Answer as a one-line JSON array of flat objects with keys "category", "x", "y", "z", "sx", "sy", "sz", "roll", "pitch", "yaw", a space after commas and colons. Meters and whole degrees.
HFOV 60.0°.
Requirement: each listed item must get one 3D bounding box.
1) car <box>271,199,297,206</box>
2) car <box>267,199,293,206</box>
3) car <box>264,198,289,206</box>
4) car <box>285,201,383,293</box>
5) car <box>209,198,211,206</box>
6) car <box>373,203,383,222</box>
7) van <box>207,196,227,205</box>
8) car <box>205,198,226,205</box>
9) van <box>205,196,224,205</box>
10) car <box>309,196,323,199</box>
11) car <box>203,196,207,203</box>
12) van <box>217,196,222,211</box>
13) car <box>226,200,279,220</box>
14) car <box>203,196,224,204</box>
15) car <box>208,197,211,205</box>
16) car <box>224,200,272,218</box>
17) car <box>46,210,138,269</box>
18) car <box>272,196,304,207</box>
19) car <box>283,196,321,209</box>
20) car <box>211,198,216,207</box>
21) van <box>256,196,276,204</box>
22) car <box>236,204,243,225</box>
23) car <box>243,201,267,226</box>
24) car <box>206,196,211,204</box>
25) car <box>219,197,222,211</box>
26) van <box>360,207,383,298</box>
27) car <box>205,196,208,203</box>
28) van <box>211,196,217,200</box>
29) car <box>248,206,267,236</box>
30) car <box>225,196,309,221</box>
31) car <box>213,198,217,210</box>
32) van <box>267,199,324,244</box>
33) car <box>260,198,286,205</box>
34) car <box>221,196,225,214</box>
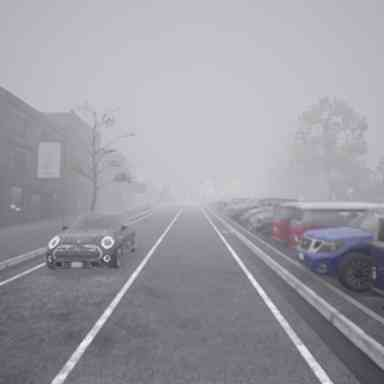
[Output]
[{"category": "car", "x": 18.714, "y": 2.149, "z": 67.878, "sx": 4.792, "sy": 1.488, "sz": 2.163, "roll": 0, "pitch": -1, "yaw": 0}, {"category": "car", "x": 18.652, "y": 2.181, "z": 70.663, "sx": 4.792, "sy": 1.488, "sz": 2.163, "roll": 0, "pitch": -1, "yaw": 0}, {"category": "car", "x": 18.672, "y": 2.184, "z": 73.448, "sx": 5.008, "sy": 1.535, "sz": 2.097, "roll": 0, "pitch": -1, "yaw": 0}, {"category": "car", "x": 5.665, "y": 1.355, "z": 8.845, "sx": 5.566, "sy": 2.045, "sz": 2.435, "roll": 0, "pitch": 0, "yaw": 0}, {"category": "car", "x": 5.656, "y": 2.012, "z": 53.695, "sx": 4.792, "sy": 1.488, "sz": 2.163, "roll": 0, "pitch": 0, "yaw": 0}, {"category": "car", "x": 18.749, "y": 1.776, "z": 28.857, "sx": 4.892, "sy": 1.521, "sz": 2.231, "roll": 0, "pitch": 0, "yaw": 0}, {"category": "van", "x": 5.710, "y": 1.989, "z": 76.120, "sx": 4.442, "sy": 1.987, "sz": 1.878, "roll": 0, "pitch": -1, "yaw": 0}, {"category": "car", "x": 5.585, "y": 2.249, "z": 78.919, "sx": 4.892, "sy": 1.521, "sz": 2.231, "roll": 0, "pitch": -1, "yaw": 0}, {"category": "van", "x": 5.472, "y": 2.054, "z": 81.726, "sx": 4.442, "sy": 1.987, "sz": 1.878, "roll": 0, "pitch": -1, "yaw": 0}, {"category": "car", "x": 18.677, "y": 1.735, "z": 54.082, "sx": 5.566, "sy": 2.045, "sz": 2.435, "roll": 0, "pitch": 0, "yaw": 0}, {"category": "car", "x": 5.630, "y": 1.899, "z": 70.513, "sx": 5.566, "sy": 2.045, "sz": 2.435, "roll": 0, "pitch": -1, "yaw": 0}, {"category": "van", "x": 5.531, "y": 1.639, "z": 39.681, "sx": 4.442, "sy": 1.987, "sz": 1.878, "roll": 0, "pitch": 0, "yaw": 0}, {"category": "car", "x": 5.629, "y": 1.669, "z": 31.270, "sx": 4.553, "sy": 1.767, "sz": 2.185, "roll": 0, "pitch": 0, "yaw": 0}, {"category": "car", "x": 5.613, "y": 2.097, "z": 87.331, "sx": 5.566, "sy": 2.045, "sz": 2.435, "roll": 0, "pitch": -1, "yaw": 0}, {"category": "car", "x": 5.808, "y": 2.003, "z": 56.498, "sx": 5.366, "sy": 1.575, "sz": 1.946, "roll": 0, "pitch": 0, "yaw": 0}, {"category": "car", "x": 5.624, "y": 1.693, "z": 34.074, "sx": 4.553, "sy": 1.767, "sz": 2.185, "roll": 0, "pitch": 0, "yaw": 0}, {"category": "car", "x": -3.251, "y": 1.487, "z": 11.614, "sx": 2.097, "sy": 1.767, "sz": 4.553, "roll": 0, "pitch": -1, "yaw": 0}, {"category": "car", "x": 18.661, "y": 1.838, "z": 65.098, "sx": 5.566, "sy": 2.045, "sz": 2.435, "roll": 0, "pitch": -1, "yaw": 0}, {"category": "car", "x": 18.673, "y": 1.757, "z": 56.743, "sx": 5.566, "sy": 2.045, "sz": 2.435, "roll": 0, "pitch": 0, "yaw": 0}, {"category": "car", "x": 5.606, "y": 1.965, "z": 48.088, "sx": 4.792, "sy": 1.488, "sz": 2.163, "roll": 0, "pitch": 0, "yaw": 0}, {"category": "van", "x": 18.782, "y": 2.087, "z": 84.594, "sx": 4.442, "sy": 1.987, "sz": 1.878, "roll": 0, "pitch": -1, "yaw": 0}, {"category": "car", "x": 5.670, "y": 1.764, "z": 22.859, "sx": 4.674, "sy": 1.452, "sz": 2.002, "roll": 0, "pitch": 0, "yaw": 0}, {"category": "car", "x": 5.708, "y": 1.575, "z": 20.058, "sx": 4.553, "sy": 1.767, "sz": 2.185, "roll": 0, "pitch": 0, "yaw": 0}, {"category": "car", "x": 5.581, "y": 2.117, "z": 64.905, "sx": 4.792, "sy": 1.488, "sz": 2.163, "roll": 0, "pitch": -1, "yaw": 0}, {"category": "car", "x": 5.683, "y": 1.716, "z": 36.877, "sx": 4.553, "sy": 1.767, "sz": 2.185, "roll": 0, "pitch": 0, "yaw": 0}, {"category": "van", "x": 5.814, "y": 1.357, "z": 6.045, "sx": 4.442, "sy": 1.987, "sz": 1.878, "roll": 0, "pitch": -1, "yaw": 0}, {"category": "car", "x": 5.601, "y": 2.118, "z": 67.703, "sx": 4.892, "sy": 1.521, "sz": 2.231, "roll": 0, "pitch": -1, "yaw": 0}, {"category": "van", "x": 5.514, "y": 1.733, "z": 50.893, "sx": 4.442, "sy": 1.987, "sz": 1.878, "roll": 0, "pitch": 0, "yaw": 0}, {"category": "car", "x": 5.674, "y": 1.678, "z": 17.254, "sx": 4.892, "sy": 1.521, "sz": 2.231, "roll": 0, "pitch": 0, "yaw": 0}, {"category": "car", "x": 5.640, "y": 1.496, "z": 25.665, "sx": 5.566, "sy": 2.045, "sz": 2.435, "roll": 0, "pitch": 0, "yaw": 0}, {"category": "car", "x": 5.638, "y": 1.889, "z": 42.482, "sx": 5.008, "sy": 1.535, "sz": 2.097, "roll": 0, "pitch": 0, "yaw": 0}, {"category": "van", "x": 5.801, "y": 1.428, "z": 14.452, "sx": 4.442, "sy": 1.987, "sz": 1.878, "roll": 0, "pitch": 0, "yaw": 0}, {"category": "car", "x": 18.488, "y": 2.213, "z": 76.234, "sx": 5.366, "sy": 1.575, "sz": 1.946, "roll": 0, "pitch": -1, "yaw": 0}, {"category": "car", "x": 5.635, "y": 1.520, "z": 28.468, "sx": 5.566, "sy": 2.045, "sz": 2.435, "roll": 0, "pitch": 0, "yaw": 0}]
